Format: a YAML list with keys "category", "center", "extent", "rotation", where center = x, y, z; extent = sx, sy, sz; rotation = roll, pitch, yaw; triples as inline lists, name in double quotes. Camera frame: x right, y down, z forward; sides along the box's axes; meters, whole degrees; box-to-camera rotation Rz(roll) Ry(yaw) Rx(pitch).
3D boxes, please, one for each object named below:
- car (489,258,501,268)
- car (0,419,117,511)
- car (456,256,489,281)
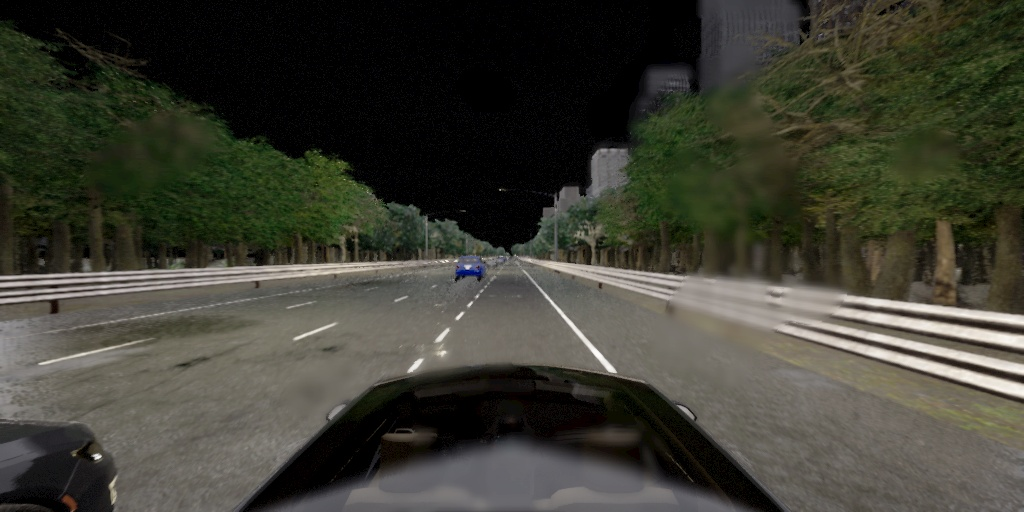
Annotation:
- category: "car"
  center: [-3.511, 1.409, 64.201]
  extent: [2.128, 1.511, 4.902]
  rotation: [0, 0, 0]
- category: "car"
  center: [-3.501, 1.254, 0.275]
  extent: [1.837, 1.490, 4.892]
  rotation: [0, 0, 0]
- category: "car"
  center: [-3.506, 1.045, 31.100]
  extent: [2.150, 2.045, 5.566]
  rotation: [0, 0, 0]
